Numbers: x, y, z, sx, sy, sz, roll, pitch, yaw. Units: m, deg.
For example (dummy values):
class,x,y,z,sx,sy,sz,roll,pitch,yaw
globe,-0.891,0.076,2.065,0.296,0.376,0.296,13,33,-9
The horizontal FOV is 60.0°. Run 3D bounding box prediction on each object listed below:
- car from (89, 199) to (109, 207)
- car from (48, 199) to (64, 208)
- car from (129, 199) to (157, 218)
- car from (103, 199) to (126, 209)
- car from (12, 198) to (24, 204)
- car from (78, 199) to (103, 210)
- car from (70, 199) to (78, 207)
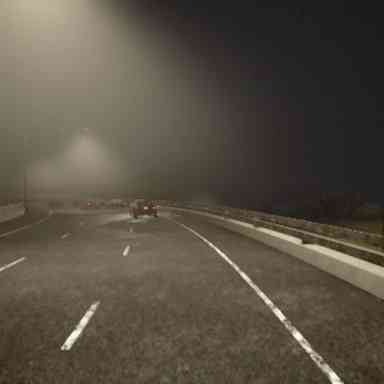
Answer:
class,x,y,z,sx,sy,sz,roll,pitch,yaw
car,-16.265,1.877,58.043,1.895,1.301,4.718,-1,0,-33
car,-22.276,1.868,54.458,1.812,1.442,4.674,-1,0,-33
car,-4.633,1.452,31.140,2.097,1.767,4.553,-1,0,-16
car,-11.273,1.752,48.749,2.033,1.411,5.357,-1,0,-28
car,-40.869,2.095,77.456,4.892,1.490,1.837,-1,0,43
car,-14.538,1.767,47.474,1.812,1.442,4.674,-1,0,-28
car,-19.262,1.836,56.238,1.812,1.442,4.674,-1,0,-33
